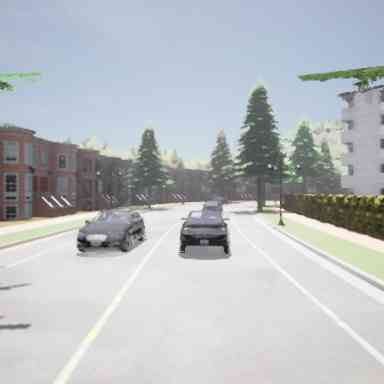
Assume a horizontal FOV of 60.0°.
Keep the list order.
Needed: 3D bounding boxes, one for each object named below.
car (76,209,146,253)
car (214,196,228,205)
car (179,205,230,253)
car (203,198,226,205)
[{"bbox_3d":[-3.157,1.490,13.825,2.128,1.511,4.902,0,0,3],"label":"car"},{"bbox_3d":[4.553,1.520,56.257,1.837,1.490,4.892,0,0,27],"label":"car"},{"bbox_3d":[0.549,1.495,13.797,2.128,1.511,4.902,0,0,3],"label":"car"},{"bbox_3d":[1.908,1.534,30.394,1.812,1.442,4.674,0,0,6],"label":"car"}]
